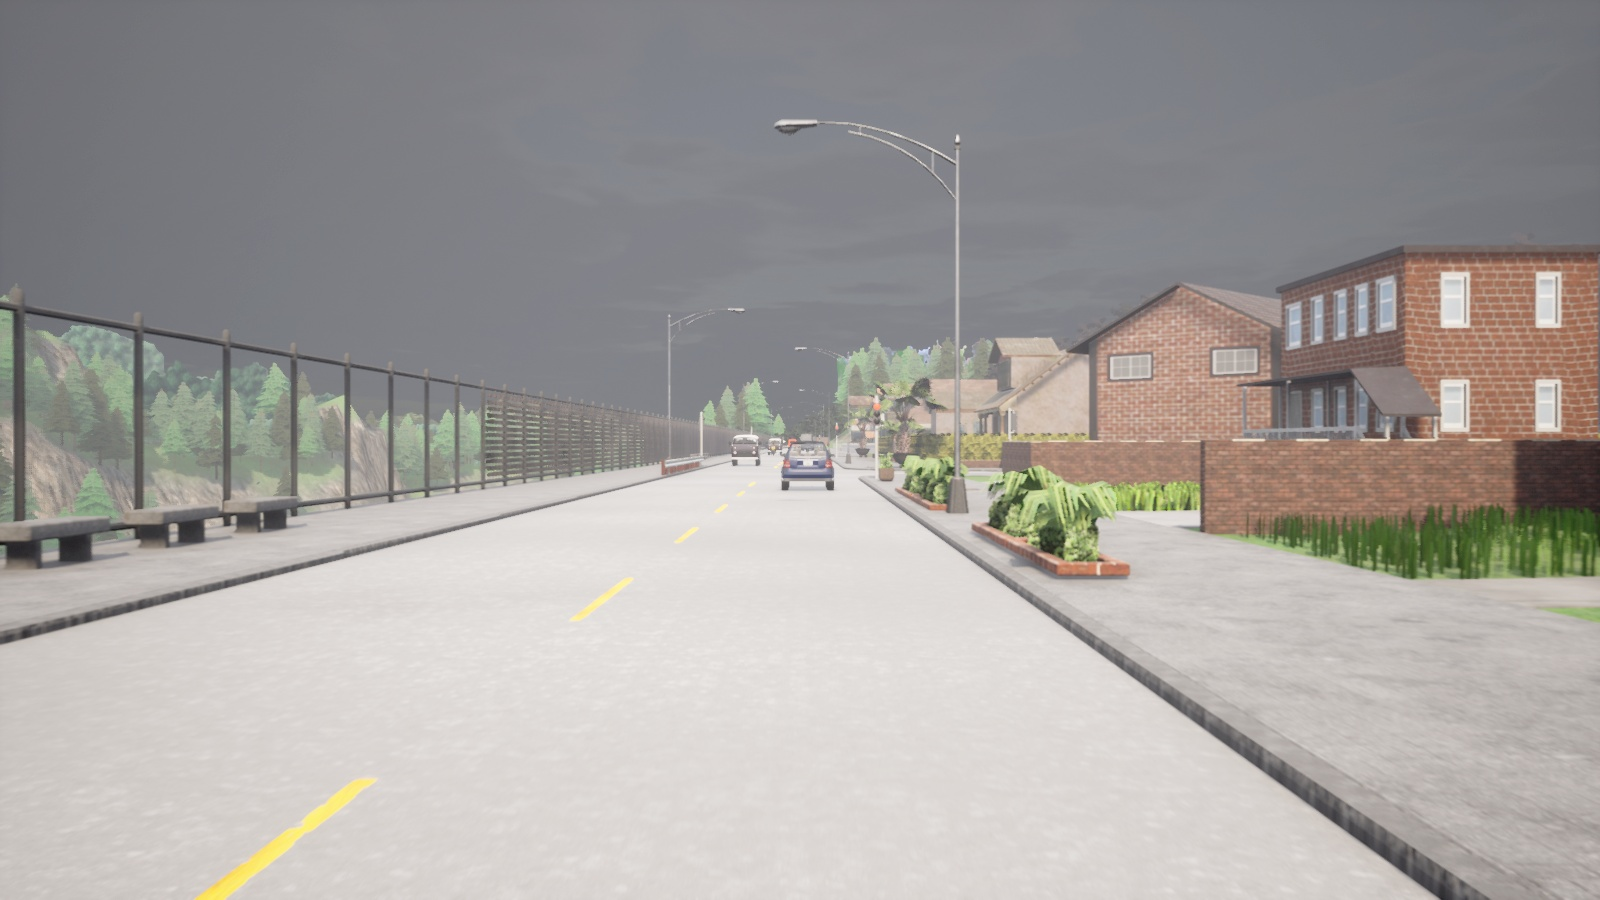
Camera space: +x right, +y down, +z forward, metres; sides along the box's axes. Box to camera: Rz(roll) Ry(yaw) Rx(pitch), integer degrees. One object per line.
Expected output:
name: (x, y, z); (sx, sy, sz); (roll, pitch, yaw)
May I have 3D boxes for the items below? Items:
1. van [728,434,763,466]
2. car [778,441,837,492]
van: (-3.519, 0.005, 81.976); (2.069, 2.038, 4.480); (0, 0, 0)
car: (0.243, 0.498, 40.264); (1.789, 1.549, 3.705); (0, 0, 0)
